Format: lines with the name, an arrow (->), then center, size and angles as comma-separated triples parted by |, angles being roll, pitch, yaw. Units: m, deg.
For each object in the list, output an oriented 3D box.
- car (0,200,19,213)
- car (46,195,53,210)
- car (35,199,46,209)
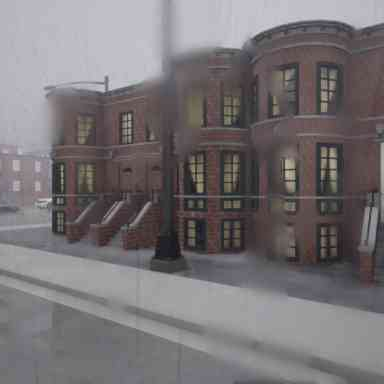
car -> -20.128, 1.564, 34.224 | 1.994, 1.385, 4.181 | 0, 0, 36
car -> -14.965, 1.478, 41.438 | 1.882, 1.535, 5.008 | 0, 0, 36
car -> -17.594, 1.221, 43.777 | 2.150, 2.045, 5.566 | 0, 0, 36
